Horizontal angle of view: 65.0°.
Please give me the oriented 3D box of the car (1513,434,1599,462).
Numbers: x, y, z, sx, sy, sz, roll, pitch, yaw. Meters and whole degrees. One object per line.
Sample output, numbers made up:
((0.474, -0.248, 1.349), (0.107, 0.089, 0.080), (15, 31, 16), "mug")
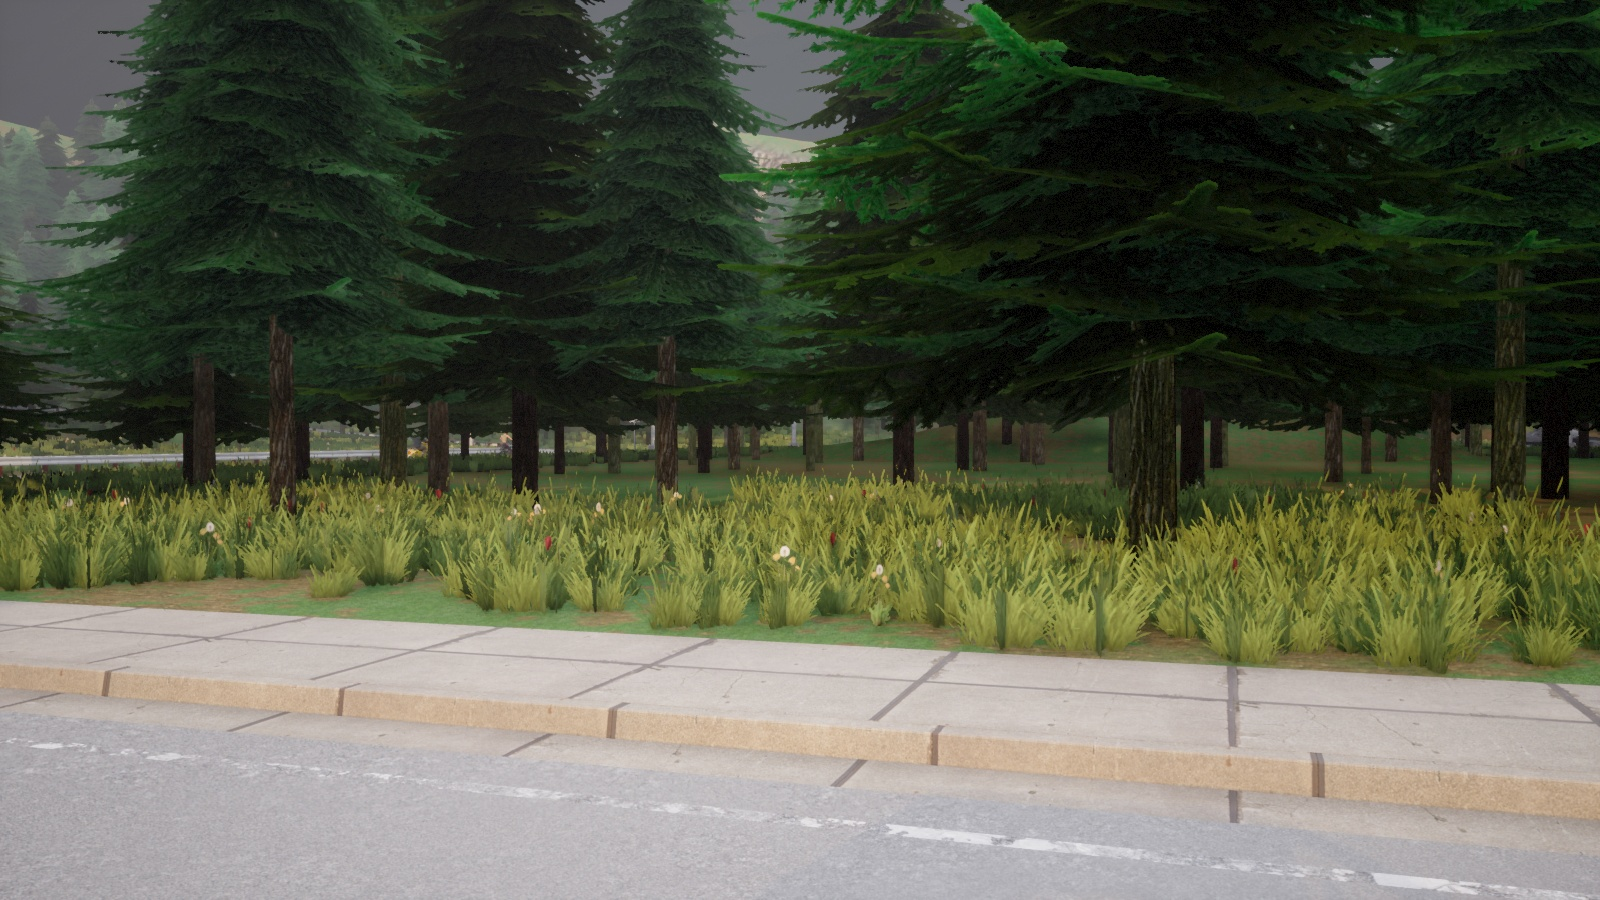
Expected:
((42.132, -0.143, 69.052), (1.837, 1.490, 4.892), (0, 1, -28), "car")
